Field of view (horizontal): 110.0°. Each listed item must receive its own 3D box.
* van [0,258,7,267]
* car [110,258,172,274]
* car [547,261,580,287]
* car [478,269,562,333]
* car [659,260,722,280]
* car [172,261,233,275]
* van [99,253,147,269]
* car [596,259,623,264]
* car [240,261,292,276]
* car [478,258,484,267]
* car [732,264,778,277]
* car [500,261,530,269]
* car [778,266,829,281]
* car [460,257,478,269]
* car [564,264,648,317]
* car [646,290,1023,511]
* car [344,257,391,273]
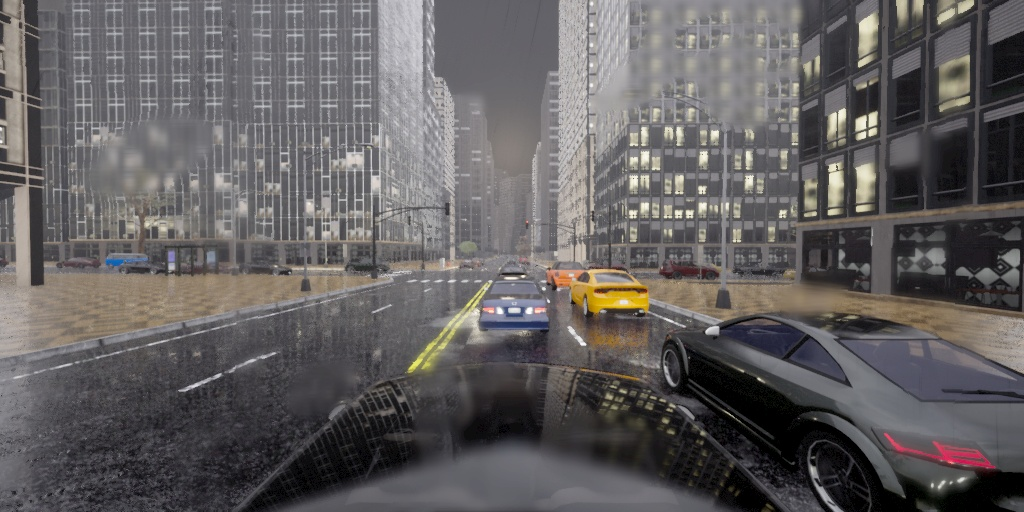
[{"bbox_3d":[-51.211,0.685,33.939,3.998,1.789,1.690,0,0,1],"label":"van"},{"bbox_3d":[-34.165,1.067,33.578,4.313,1.339,1.948,0,0,1],"label":"car"},{"bbox_3d":[3.305,1.091,22.147,2.097,1.767,4.553,0,0,0],"label":"car"},{"bbox_3d":[0.080,1.293,10.735,2.033,1.411,5.357,0,0,1],"label":"car"},{"bbox_3d":[16.126,1.267,32.853,5.009,1.841,2.192,0,0,1],"label":"car"},{"bbox_3d":[-28.484,1.136,33.417,4.207,1.307,1.802,0,0,1],"label":"car"},{"bbox_3d":[-45.376,0.602,42.214,3.998,1.789,1.690,0,0,1],"label":"van"},{"bbox_3d":[9.911,1.156,38.718,4.553,1.767,2.097,0,1,1],"label":"car"},{"bbox_3d":[-22.800,1.172,33.296,4.313,1.339,1.948,0,0,1],"label":"car"},{"bbox_3d":[-6.697,1.051,64.259,2.097,1.767,4.553,0,0,0],"label":"car"},{"bbox_3d":[26.373,1.549,38.476,4.718,1.301,1.895,1,1,1],"label":"car"},{"bbox_3d":[0.059,1.231,20.488,2.128,1.511,4.902,0,0,0],"label":"car"},{"bbox_3d":[27.575,1.577,32.681,4.829,1.417,1.751,0,0,1],"label":"car"},{"bbox_3d":[-6.706,1.275,54.258,1.994,1.385,4.181,0,0,0],"label":"car"},{"bbox_3d":[3.325,1.222,13.142,1.882,1.535,5.008,0,0,0],"label":"car"},{"bbox_3d":[3.339,1.313,4.057,1.994,1.385,4.181,0,0,0],"label":"car"},{"bbox_3d":[-15.748,0.925,39.076,4.553,1.767,2.097,1,1,1],"label":"car"}]
